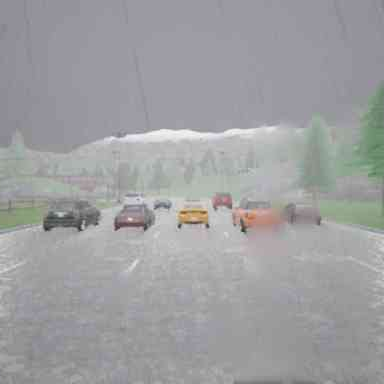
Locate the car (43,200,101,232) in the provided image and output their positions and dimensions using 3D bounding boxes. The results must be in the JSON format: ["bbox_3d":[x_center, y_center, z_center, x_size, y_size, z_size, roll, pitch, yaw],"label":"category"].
[{"bbox_3d":[-6.906,1.251,19.636,2.097,1.767,4.553,0,0,0],"label":"car"}]

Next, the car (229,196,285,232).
[{"bbox_3d":[3.594,1.253,19.293,2.097,1.767,4.553,0,0,0],"label":"car"}]

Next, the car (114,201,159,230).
[{"bbox_3d":[-3.407,1.460,20.298,1.994,1.385,4.181,0,0,0],"label":"car"}]

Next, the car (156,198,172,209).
[{"bbox_3d":[-3.411,1.398,39.900,1.895,1.301,4.718,0,0,0],"label":"car"}]

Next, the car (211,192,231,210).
[{"bbox_3d":[3.587,1.018,39.887,2.150,2.045,5.566,0,0,0],"label":"car"}]

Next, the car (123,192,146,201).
[{"bbox_3d":[-6.912,1.015,40.456,2.150,2.045,5.566,0,0,0],"label":"car"}]

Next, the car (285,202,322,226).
[{"bbox_3d":[7.093,1.412,22.209,1.812,1.442,4.674,0,0,0],"label":"car"}]

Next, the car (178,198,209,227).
[{"bbox_3d":[0.094,1.367,21.658,1.882,1.535,5.008,0,0,0],"label":"car"}]

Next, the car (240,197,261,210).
[{"bbox_3d":[7.086,1.318,40.796,1.812,1.442,4.674,0,0,0],"label":"car"}]
